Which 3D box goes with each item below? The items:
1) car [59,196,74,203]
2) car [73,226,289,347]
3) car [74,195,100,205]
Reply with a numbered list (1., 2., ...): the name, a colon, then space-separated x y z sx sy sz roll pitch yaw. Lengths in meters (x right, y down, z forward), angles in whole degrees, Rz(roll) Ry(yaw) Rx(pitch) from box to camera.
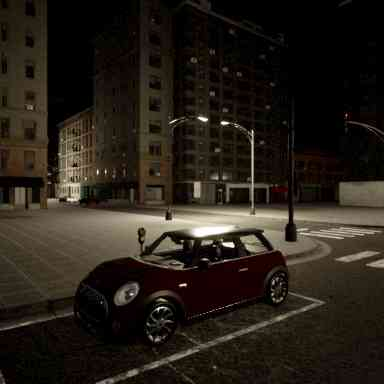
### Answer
1. car: -22.165 1.275 59.248 1.895 1.301 4.718 0 0 -39
2. car: -0.052 1.440 6.265 4.097 1.590 1.967 0 0 -38
3. car: -15.842 1.221 51.149 2.128 1.511 4.902 0 0 -38
